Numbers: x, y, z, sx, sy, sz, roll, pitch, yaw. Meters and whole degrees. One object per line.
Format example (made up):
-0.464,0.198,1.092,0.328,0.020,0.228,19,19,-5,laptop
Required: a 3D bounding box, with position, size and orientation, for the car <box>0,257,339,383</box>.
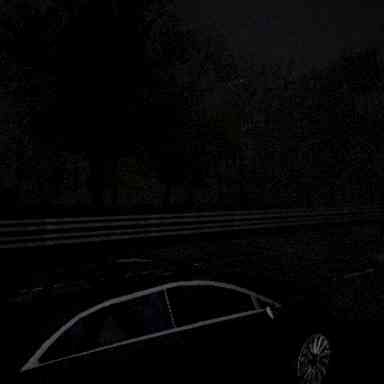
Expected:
-0.340,1.499,3.613,4.902,1.511,2.128,0,0,-36,car
